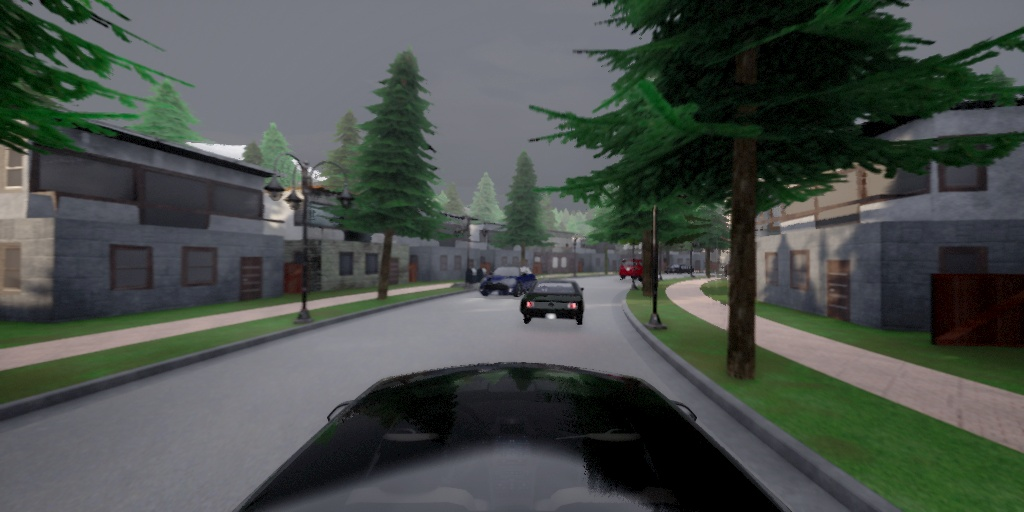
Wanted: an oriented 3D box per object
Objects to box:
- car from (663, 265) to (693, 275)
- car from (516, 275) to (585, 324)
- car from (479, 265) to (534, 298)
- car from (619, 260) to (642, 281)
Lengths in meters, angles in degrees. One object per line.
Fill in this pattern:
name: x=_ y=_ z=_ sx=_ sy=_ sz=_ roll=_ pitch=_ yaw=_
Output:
car: x=24.326 y=1.982 z=52.325 sx=5.357 sy=1.411 sz=2.033 roll=1 pitch=-1 yaw=-35
car: x=1.568 y=1.476 z=12.552 sx=1.895 sy=1.301 sz=4.718 roll=0 pitch=-1 yaw=11
car: x=-0.113 y=1.299 z=20.110 sx=2.097 sy=1.767 sz=4.553 roll=0 pitch=-1 yaw=19
car: x=12.756 y=1.417 z=36.453 sx=2.150 sy=2.045 sz=5.566 roll=0 pitch=-1 yaw=38
